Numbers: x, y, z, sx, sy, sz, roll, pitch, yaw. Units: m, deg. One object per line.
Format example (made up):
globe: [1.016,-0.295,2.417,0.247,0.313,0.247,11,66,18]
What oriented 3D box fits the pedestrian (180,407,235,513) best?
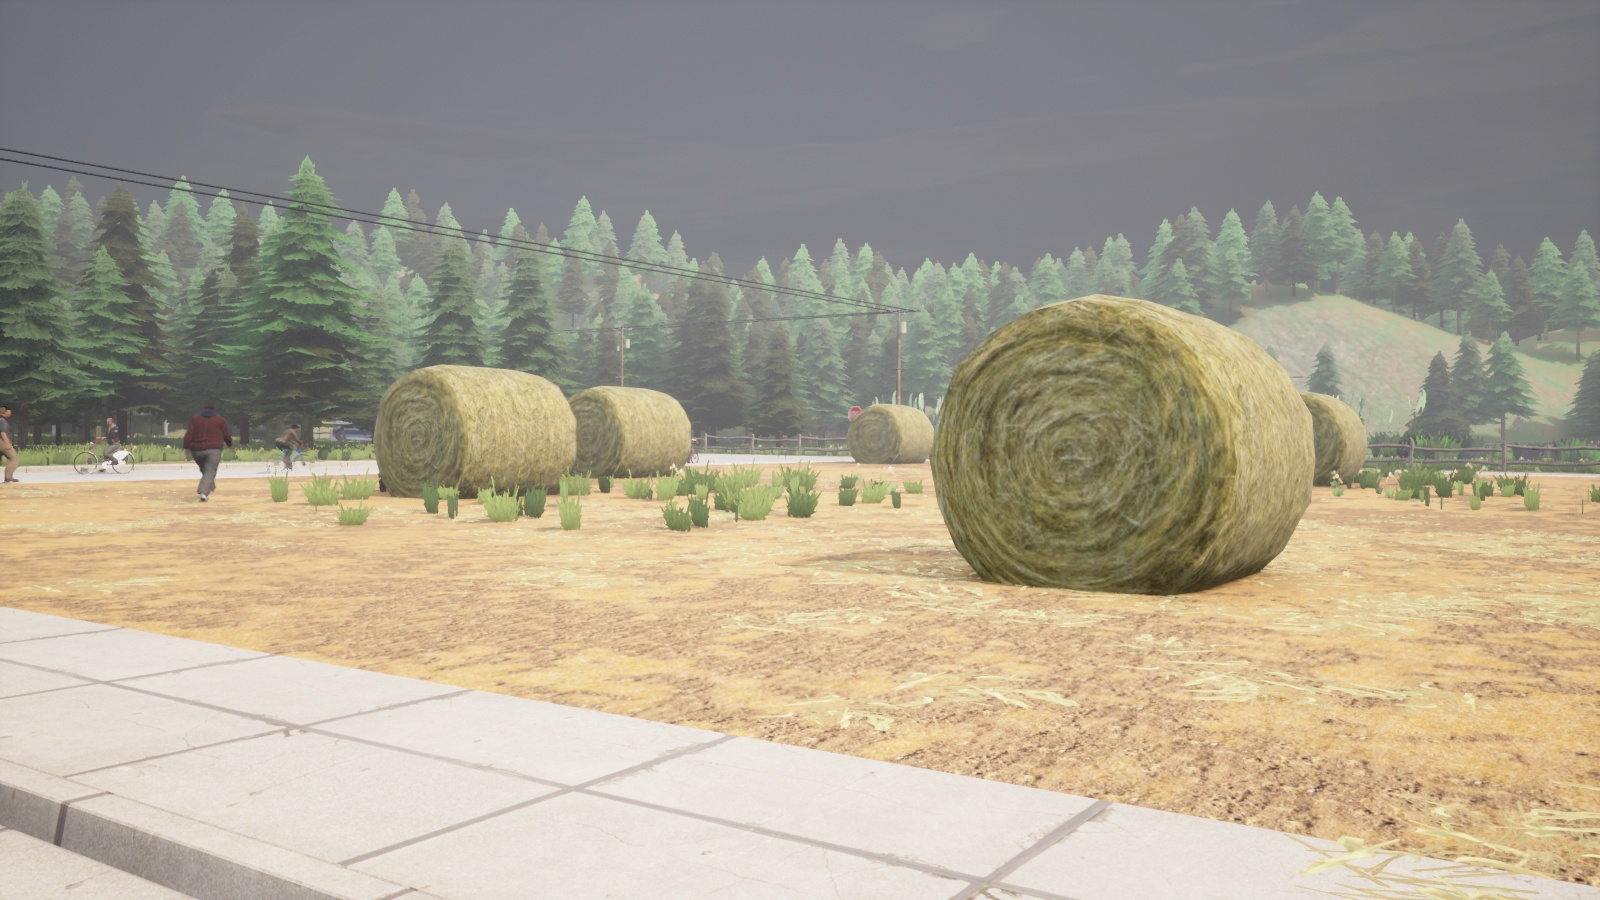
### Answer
pedestrian: [-10.552,0.163,22.393,0.634,1.844,0.899,-1,1,-8]

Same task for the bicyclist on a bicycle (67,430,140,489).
bicyclist on a bicycle: [-21.511,0.277,38.808,0.659,1.776,1.843,0,1,35]

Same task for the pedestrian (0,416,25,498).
pedestrian: [-18.175,0.162,28.618,0.540,1.848,0.694,0,1,40]

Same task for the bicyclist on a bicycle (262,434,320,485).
bicyclist on a bicycle: [-16.281,0.289,40.208,0.582,1.620,1.656,0,1,35]
